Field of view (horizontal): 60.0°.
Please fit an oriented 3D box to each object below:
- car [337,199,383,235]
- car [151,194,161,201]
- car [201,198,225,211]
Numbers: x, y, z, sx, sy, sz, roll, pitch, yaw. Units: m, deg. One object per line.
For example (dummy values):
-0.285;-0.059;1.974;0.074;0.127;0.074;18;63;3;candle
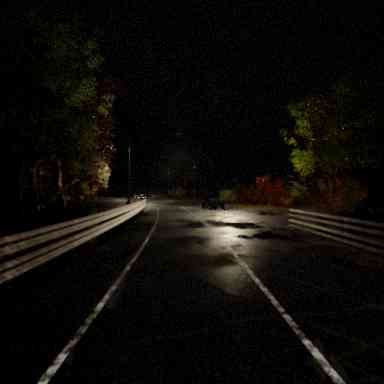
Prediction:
9.620;1.359;16.328;2.150;2.045;5.566;0;0;-16;car
-8.842;1.372;81.160;1.837;1.490;4.892;0;0;-16;car
2.525;1.508;41.303;1.837;1.490;4.892;1;0;-16;car
